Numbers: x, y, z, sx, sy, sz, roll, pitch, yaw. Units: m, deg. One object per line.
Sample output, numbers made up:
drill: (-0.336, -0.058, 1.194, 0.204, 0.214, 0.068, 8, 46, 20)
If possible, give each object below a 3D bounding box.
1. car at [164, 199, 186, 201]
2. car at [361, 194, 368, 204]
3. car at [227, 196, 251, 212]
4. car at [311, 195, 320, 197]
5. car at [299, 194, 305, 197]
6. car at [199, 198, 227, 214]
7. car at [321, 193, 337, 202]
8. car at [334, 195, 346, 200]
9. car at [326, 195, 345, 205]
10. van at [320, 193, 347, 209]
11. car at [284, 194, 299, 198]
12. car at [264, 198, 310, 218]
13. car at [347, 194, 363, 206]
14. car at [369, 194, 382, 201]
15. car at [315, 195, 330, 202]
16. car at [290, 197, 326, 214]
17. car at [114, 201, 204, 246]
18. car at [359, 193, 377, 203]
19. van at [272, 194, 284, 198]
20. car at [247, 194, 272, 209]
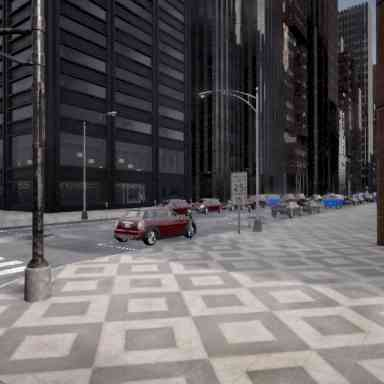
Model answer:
car: (-1.890, 1.397, 29.302, 1.967, 1.590, 4.097, 0, 0, 36)
car: (27.970, 1.411, 56.212, 1.947, 1.339, 4.313, 0, 0, 36)
car: (4.662, 1.482, 38.410, 2.008, 1.369, 4.403, 0, 0, 36)
car: (24.316, 1.307, 65.731, 1.967, 1.590, 4.097, 0, 0, 36)
car: (17.764, 1.201, 56.623, 2.192, 1.841, 5.009, 0, 0, 36)
car: (1.386, 1.384, 33.856, 1.967, 1.590, 4.097, 0, 0, 36)
car: (30.868, 1.164, 74.838, 2.192, 1.841, 5.009, 0, 0, 36)
car: (37.420, 1.399, 83.945, 1.947, 1.339, 4.313, 0, 0, 36)
car: (23.797, 1.339, 54.970, 1.882, 1.535, 5.008, 0, 0, 36)
van: (18.143, 1.218, 42.552, 1.690, 1.788, 3.998, 0, 0, 36)
car: (14.489, 1.211, 52.070, 2.192, 1.841, 5.009, 0, 0, 36)
car: (8.317, 1.464, 28.892, 2.008, 1.369, 4.403, 0, 0, 36)
car: (24.695, 1.421, 51.658, 1.947, 1.339, 4.313, 0, 0, 36)
car: (41.073, 1.250, 74.425, 1.967, 1.590, 4.097, 0, 0, 36)
car: (27.593, 1.408, 70.285, 2.008, 1.369, 4.403, 0, 0, 36)
car: (11.592, 1.466, 33.445, 1.947, 1.339, 4.313, 0, 0, 36)
car: (-1.510, 1.393, 15.233, 1.967, 1.590, 4.097, 0, 0, 36)
car: (34.522, 1.372, 65.318, 1.887, 1.381, 4.507, 0, 0, 36)
van: (11.212, 1.248, 47.516, 1.690, 1.788, 3.998, 0, 0, 36)
car: (7.937, 1.234, 42.963, 2.192, 1.841, 5.009, 0, 0, 36)
